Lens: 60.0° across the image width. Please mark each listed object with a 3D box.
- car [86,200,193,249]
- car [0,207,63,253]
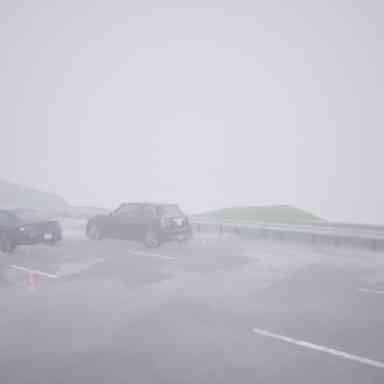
[{"bbox_3d":[-2.278,1.165,13.775,4.553,1.767,2.097,1,1,33],"label":"car"},{"bbox_3d":[-6.837,1.288,12.510,4.674,1.442,1.812,1,1,32],"label":"car"}]
